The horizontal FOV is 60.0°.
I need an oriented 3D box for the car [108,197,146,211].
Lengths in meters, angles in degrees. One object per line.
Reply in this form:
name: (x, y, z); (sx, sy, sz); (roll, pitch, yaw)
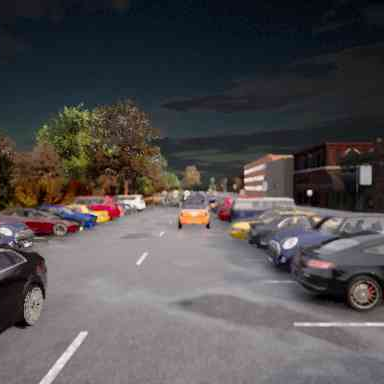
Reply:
car: (-8.450, 1.588, 43.393); (4.553, 1.767, 2.185); (0, 0, 0)

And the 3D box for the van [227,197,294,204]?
van: (4.685, 1.375, 21.105); (4.442, 1.987, 1.878); (0, 0, 0)

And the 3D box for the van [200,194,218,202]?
van: (4.403, 1.473, 86.344); (4.442, 1.987, 1.878); (0, 0, 0)

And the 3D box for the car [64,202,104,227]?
car: (-8.517, 1.600, 21.113); (5.008, 1.535, 2.097); (0, 0, 0)

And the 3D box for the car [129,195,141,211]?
car: (-8.520, 1.559, 37.697); (4.553, 1.767, 2.185); (0, 0, 0)

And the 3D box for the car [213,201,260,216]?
car: (4.585, 1.711, 35.019); (4.674, 1.452, 2.002); (0, 0, 0)

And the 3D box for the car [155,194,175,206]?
car: (-3.433, 1.355, 44.741); (1.837, 1.490, 4.892); (0, 0, 0)

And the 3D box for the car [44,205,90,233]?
car: (-8.485, 1.615, 18.326); (4.792, 1.488, 2.163); (0, 0, 0)

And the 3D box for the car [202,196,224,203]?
car: (4.460, 1.694, 72.215); (4.674, 1.452, 2.002); (0, 0, 0)

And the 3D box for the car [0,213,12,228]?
car: (-8.533, 1.542, 9.972); (4.892, 1.521, 2.231); (0, 0, 0)

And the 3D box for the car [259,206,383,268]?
car: (4.585, 1.415, 9.970); (4.553, 1.767, 2.185); (0, 0, 0)

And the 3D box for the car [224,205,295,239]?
car: (4.376, 1.568, 15.537); (5.366, 1.575, 1.946); (0, 0, 0)

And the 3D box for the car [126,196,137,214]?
car: (-8.524, 1.545, 34.912); (4.553, 1.767, 2.185); (0, 0, 0)

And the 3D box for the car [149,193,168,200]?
car: (-8.085, 1.528, 72.231); (4.553, 1.767, 2.185); (0, 0, 0)

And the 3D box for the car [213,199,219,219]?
car: (4.587, 1.644, 29.453); (4.892, 1.521, 2.231); (0, 0, 0)

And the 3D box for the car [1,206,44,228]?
car: (-8.554, 1.430, 12.759); (4.553, 1.767, 2.185); (0, 0, 0)

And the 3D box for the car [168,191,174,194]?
car: (-8.017, 1.455, 89.048); (5.566, 2.045, 2.435); (0, 0, 0)

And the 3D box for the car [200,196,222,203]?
car: (4.491, 1.672, 77.867); (5.008, 1.535, 2.097); (0, 0, 0)

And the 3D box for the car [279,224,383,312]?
car: (4.547, 1.564, 7.187); (4.674, 1.452, 2.002); (0, 0, 0)

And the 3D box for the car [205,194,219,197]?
car: (4.411, 1.666, 66.563); (4.792, 1.488, 2.163); (0, 0, 0)

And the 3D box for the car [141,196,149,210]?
car: (-8.513, 1.448, 40.608); (5.566, 2.045, 2.435); (0, 0, 0)

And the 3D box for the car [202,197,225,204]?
car: (4.449, 1.685, 69.389); (4.674, 1.452, 2.002); (0, 0, 0)

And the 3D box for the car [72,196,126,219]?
car: (-8.532, 1.377, 26.558); (5.566, 2.045, 2.435); (0, 0, 0)

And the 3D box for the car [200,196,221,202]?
car: (4.492, 1.681, 80.692); (5.008, 1.535, 2.097); (0, 0, 0)

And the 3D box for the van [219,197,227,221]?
van: (4.692, 1.402, 26.547); (4.442, 1.987, 1.878); (0, 0, 0)

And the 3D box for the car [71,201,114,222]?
car: (-8.693, 1.611, 23.773); (5.366, 1.575, 1.946); (0, 0, 0)

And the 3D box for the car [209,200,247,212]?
car: (4.584, 1.753, 43.227); (4.674, 1.452, 2.002); (-1, 0, 0)

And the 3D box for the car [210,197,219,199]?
car: (4.781, 1.697, 40.585); (5.366, 1.575, 1.946); (0, 0, 0)

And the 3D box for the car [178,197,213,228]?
car: (0.135, 1.486, 23.538); (2.097, 1.767, 4.553); (0, 0, 0)

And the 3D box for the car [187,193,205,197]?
car: (0.171, 1.435, 40.035); (2.150, 2.045, 5.566); (0, -1, 1)

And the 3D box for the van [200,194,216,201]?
van: (4.426, 1.487, 91.875); (4.442, 1.987, 1.878); (0, 0, 0)

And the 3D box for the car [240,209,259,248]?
car: (4.551, 1.557, 12.754); (4.892, 1.521, 2.231); (0, 0, 0)

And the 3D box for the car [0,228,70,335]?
car: (-3.595, 1.518, 4.279); (2.128, 1.511, 4.902); (0, 0, 0)

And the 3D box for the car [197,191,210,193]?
car: (4.537, 1.439, 83.519); (5.566, 2.045, 2.435); (0, 0, 0)
